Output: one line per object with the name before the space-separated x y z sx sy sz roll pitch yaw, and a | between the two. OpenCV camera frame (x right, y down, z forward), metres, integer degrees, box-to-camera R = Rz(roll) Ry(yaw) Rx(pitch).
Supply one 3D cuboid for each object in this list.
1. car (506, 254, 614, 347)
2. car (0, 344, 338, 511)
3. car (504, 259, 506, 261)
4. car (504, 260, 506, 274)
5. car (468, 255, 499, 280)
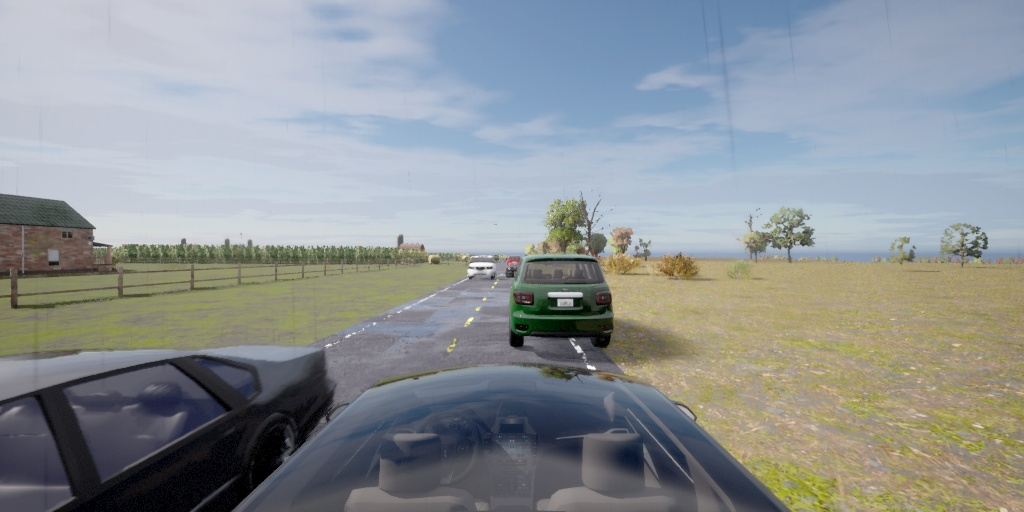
car | 1.025 0.973 9.442 2.150 2.045 5.566 0 0 0
car | -2.843 1.297 1.602 2.033 1.411 5.357 0 0 0
car | 0.373 0.965 48.796 2.150 2.045 5.566 0 0 1
car | 0.348 1.346 38.481 1.895 1.301 4.718 0 0 1
car | -2.533 0.967 31.549 2.150 2.045 5.566 0 0 0
